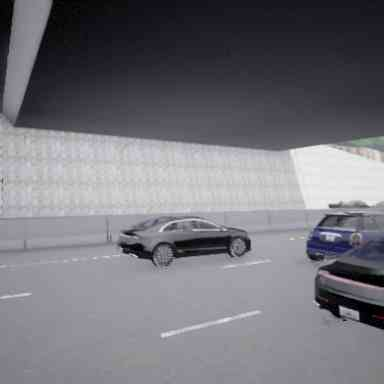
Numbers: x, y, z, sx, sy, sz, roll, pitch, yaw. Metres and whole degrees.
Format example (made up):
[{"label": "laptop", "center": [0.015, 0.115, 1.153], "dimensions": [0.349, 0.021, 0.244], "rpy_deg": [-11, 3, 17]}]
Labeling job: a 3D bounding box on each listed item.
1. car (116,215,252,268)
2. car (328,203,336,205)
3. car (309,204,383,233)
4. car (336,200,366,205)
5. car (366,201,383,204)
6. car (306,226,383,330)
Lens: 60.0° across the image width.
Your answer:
[{"label": "car", "center": [-0.137, 1.568, 11.515], "dimensions": [4.902, 1.511, 2.128], "rpy_deg": [0, 0, -31]}, {"label": "car", "center": [22.539, 1.974, 49.973], "dimensions": [4.718, 1.301, 1.895], "rpy_deg": [0, 0, -31]}, {"label": "car", "center": [5.989, 1.436, 11.130], "dimensions": [4.553, 1.767, 2.097], "rpy_deg": [0, -1, -31]}, {"label": "car", "center": [22.453, 1.871, 45.848], "dimensions": [4.674, 1.442, 1.812], "rpy_deg": [1, -1, -31]}, {"label": "car", "center": [25.309, 1.861, 43.478], "dimensions": [4.674, 1.442, 1.812], "rpy_deg": [1, -1, -31]}, {"label": "car", "center": [4.333, 1.540, 6.039], "dimensions": [4.902, 1.511, 2.128], "rpy_deg": [0, 0, -31]}]
